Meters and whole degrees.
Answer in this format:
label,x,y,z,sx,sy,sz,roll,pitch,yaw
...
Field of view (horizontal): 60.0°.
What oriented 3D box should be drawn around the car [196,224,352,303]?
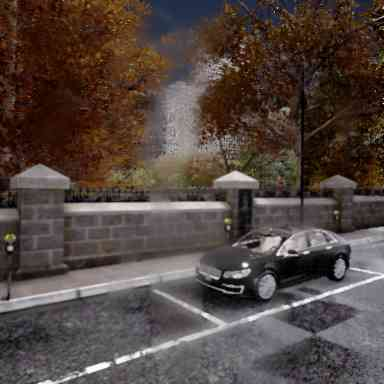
label,x,y,z,sx,sy,sz,roll,pitch,yaw
car,2.117,1.500,8.029,4.403,1.369,2.008,-1,1,-35
